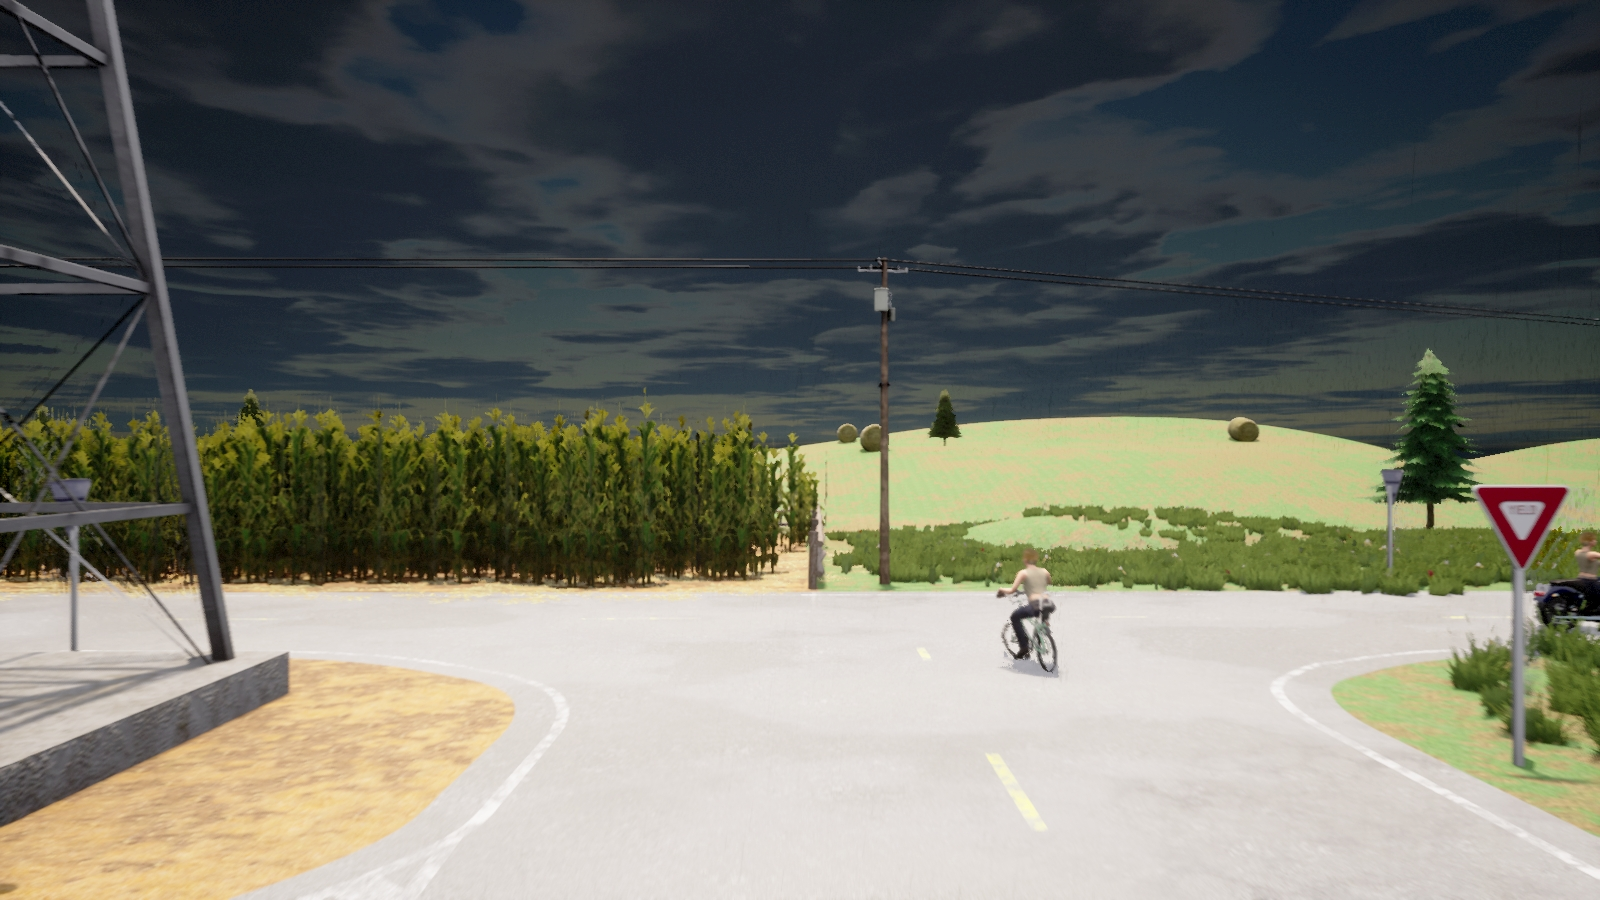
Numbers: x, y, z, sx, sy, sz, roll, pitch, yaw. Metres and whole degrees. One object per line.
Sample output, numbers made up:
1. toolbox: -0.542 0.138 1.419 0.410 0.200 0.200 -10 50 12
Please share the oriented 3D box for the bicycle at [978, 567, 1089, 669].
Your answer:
1. bicycle: 3.122 2.228 15.393 0.859 1.080 1.487 -3 1 -14
